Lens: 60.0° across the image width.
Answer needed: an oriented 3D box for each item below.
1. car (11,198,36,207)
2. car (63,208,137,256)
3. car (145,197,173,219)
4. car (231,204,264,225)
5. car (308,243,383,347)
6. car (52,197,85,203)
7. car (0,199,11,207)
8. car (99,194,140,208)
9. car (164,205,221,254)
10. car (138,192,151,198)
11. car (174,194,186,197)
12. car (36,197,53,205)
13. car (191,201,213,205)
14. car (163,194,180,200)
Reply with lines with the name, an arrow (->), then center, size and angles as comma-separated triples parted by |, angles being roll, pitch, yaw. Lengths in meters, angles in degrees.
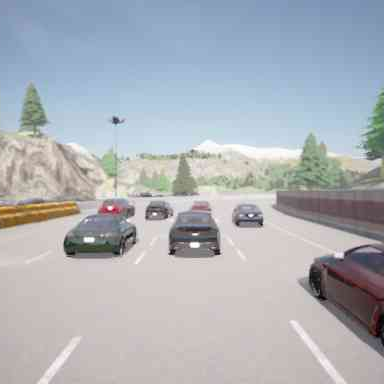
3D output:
car -> -21.714, 1.496, 45.608 | 2.033, 1.411, 5.357 | 0, 0, 11
car -> -3.399, 1.548, 13.018 | 1.994, 1.385, 4.181 | 0, 0, 0
car -> -2.737, 1.471, 28.568 | 1.837, 1.490, 4.892 | 0, 0, 5
car -> 3.871, 1.518, 23.504 | 2.033, 1.411, 5.357 | 0, 0, 3
car -> 3.569, 1.557, 5.742 | 1.994, 1.385, 4.181 | 0, 0, 0
car -> -15.217, 1.477, 42.148 | 1.812, 1.442, 4.674 | 0, 0, 10
car -> -25.398, 1.550, 44.893 | 1.895, 1.301, 4.718 | 0, 0, 10
car -> -6.264, 1.318, 28.285 | 2.097, 1.767, 4.553 | 0, 0, 5
car -> 0.101, 1.489, 13.388 | 1.837, 1.490, 4.892 | 0, 0, 0
car -> -12.586, 0.963, 85.131 | 2.150, 2.045, 5.566 | 0, 0, 25
car -> -2.749, 1.206, 81.377 | 2.033, 1.411, 5.357 | 0, 0, 25
car -> -18.247, 1.441, 44.991 | 2.128, 1.511, 4.902 | 0, 0, 11
car -> 0.873, 1.489, 29.559 | 1.812, 1.442, 4.674 | 0, 0, 6
car -> -5.133, 1.151, 84.505 | 2.033, 1.411, 5.357 | 0, 0, 27
